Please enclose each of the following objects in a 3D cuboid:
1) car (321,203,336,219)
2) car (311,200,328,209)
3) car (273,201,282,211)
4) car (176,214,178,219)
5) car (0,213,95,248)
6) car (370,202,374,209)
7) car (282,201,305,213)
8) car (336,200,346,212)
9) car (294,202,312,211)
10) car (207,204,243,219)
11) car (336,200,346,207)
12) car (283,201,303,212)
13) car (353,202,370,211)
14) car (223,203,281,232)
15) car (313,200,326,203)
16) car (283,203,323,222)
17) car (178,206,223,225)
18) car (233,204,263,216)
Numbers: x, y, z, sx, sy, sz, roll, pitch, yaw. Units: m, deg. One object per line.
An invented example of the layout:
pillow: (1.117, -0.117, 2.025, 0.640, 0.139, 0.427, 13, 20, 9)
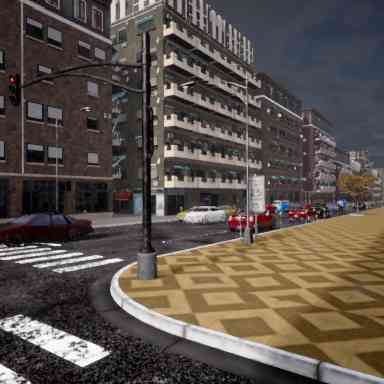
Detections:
car: (13.786, 2.141, 36.120, 1.947, 1.339, 4.313, -2, -2, 35)
car: (26.342, 2.501, 68.685, 2.192, 1.841, 5.009, -2, -2, 35)
car: (10.192, 2.289, 45.505, 1.887, 1.381, 4.507, -2, -2, 35)
car: (0.404, 2.002, 31.462, 1.752, 1.417, 4.829, -2, -2, 35)
car: (-7.279, 1.722, 15.940, 2.033, 1.411, 5.357, 0, -2, 35)
car: (36.397, 2.745, 68.563, 2.008, 1.369, 4.403, -2, -2, 35)
car: (15.117, 2.341, 47.923, 2.033, 1.411, 5.357, -1, -1, 35)
car: (23.425, 2.468, 54.417, 2.033, 1.411, 5.357, -1, -1, 36)
car: (19.884, 2.554, 59.409, 1.887, 1.381, 4.507, -2, -2, 35)
car: (3.635, 2.091, 36.096, 1.752, 1.417, 4.829, -2, -2, 35)
car: (39.166, 2.883, 87.162, 1.690, 1.788, 3.998, -2, -2, 35)
car: (16.652, 2.361, 54.777, 1.967, 1.590, 4.097, -2, -2, 35)
car: (29.937, 2.583, 59.293, 1.947, 1.339, 4.313, -2, -2, 35)
car: (4.093, 1.751, 22.219, 1.967, 1.590, 4.097, -2, -2, 35)
car: (17.621, 2.267, 46.077, 1.837, 1.490, 4.892, -1, -1, 35)
car: (10.555, 2.032, 31.486, 1.887, 1.381, 4.507, -2, -2, 35)
car: (1.138, 1.940, 28.016, 1.812, 1.442, 4.674, -1, -1, 35)
car: (6.963, 2.222, 40.870, 1.947, 1.339, 4.313, -2, -2, 35)
